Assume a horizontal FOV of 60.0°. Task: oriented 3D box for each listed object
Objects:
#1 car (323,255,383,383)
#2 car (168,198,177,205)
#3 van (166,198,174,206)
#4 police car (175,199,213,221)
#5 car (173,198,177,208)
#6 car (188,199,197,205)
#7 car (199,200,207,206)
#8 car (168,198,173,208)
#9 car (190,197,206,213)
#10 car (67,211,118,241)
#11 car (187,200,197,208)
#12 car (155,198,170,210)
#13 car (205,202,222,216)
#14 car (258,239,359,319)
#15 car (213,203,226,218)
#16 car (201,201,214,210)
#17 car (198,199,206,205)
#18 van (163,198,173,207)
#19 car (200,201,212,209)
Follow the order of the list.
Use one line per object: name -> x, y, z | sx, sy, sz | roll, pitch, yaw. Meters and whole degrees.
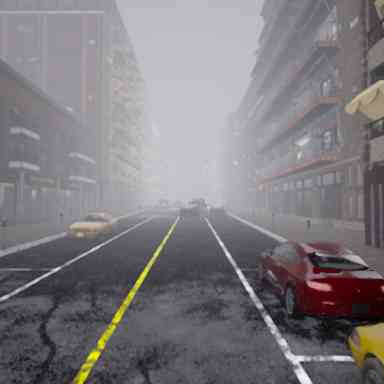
car -> 2.586, 1.547, 1.826 | 1.752, 1.417, 4.829 | 2, -1, 0
car -> -5.263, 2.527, 90.201 | 2.192, 1.841, 5.009 | 1, -1, 0
van -> -5.267, 2.381, 79.141 | 1.690, 1.788, 3.998 | 1, -1, 0
police car -> 0.286, 1.805, 31.884 | 1.930, 1.638, 5.238 | 0, -1, 15
car -> -2.754, 2.352, 64.689 | 1.812, 1.442, 4.674 | 0, -1, 1
car -> 0.026, 2.484, 82.219 | 2.128, 1.511, 4.902 | 0, -1, 0
car -> 2.609, 2.583, 79.074 | 1.887, 1.381, 4.507 | 1, -1, 0
car -> -5.270, 2.112, 62.552 | 2.192, 1.841, 5.009 | 2, -1, 0
car -> 0.840, 1.811, 47.538 | 2.150, 2.045, 5.566 | 0, -1, 0
car -> -5.288, 1.736, 18.144 | 1.752, 1.417, 4.829 | 2, -1, 0
car -> 0.021, 2.428, 67.211 | 1.994, 1.385, 4.181 | 0, -1, 0
car -> -5.278, 2.242, 56.848 | 1.752, 1.417, 4.829 | 2, -1, 0
car -> 2.598, 2.017, 40.534 | 1.752, 1.417, 4.829 | 1, -1, 0
car -> 2.586, 1.664, 7.184 | 1.802, 1.307, 4.206 | 1, -1, 0
car -> 2.595, 1.963, 34.832 | 1.887, 1.381, 4.507 | 1, -1, 0
car -> 2.602, 2.262, 56.952 | 1.887, 1.381, 4.507 | 1, -1, 0
car -> 2.622, 2.650, 90.136 | 1.967, 1.590, 4.097 | 1, -1, 0
van -> -5.268, 2.297, 73.609 | 1.690, 1.788, 3.998 | 2, -1, 0
car -> 2.603, 2.346, 62.483 | 2.008, 1.369, 4.403 | 1, -1, 0
